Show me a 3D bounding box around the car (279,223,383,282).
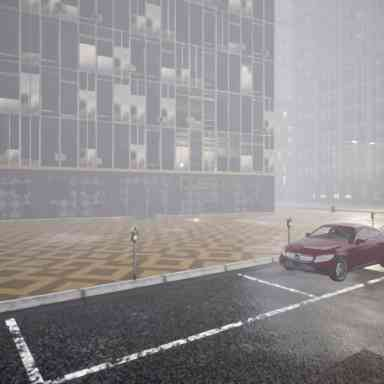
[{"bbox_3d":[4.361,1.579,9.684,4.206,1.307,1.802,0,0,-36],"label":"car"}]
